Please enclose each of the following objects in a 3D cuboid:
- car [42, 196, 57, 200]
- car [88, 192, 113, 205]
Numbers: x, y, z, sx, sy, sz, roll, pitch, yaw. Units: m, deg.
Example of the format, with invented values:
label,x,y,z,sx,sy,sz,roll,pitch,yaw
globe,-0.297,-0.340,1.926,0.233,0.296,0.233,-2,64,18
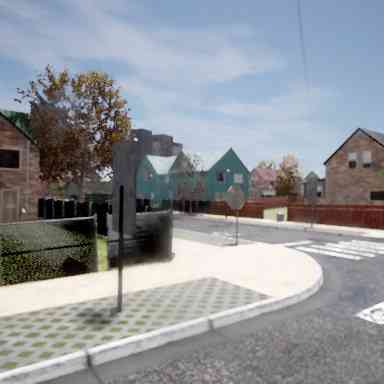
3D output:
label,x,y,z,sx,sy,sz,roll,pitch,yaw
car,-19.764,1.329,46.174,2.033,1.411,5.357,2,-1,-37
car,-7.388,1.077,29.425,2.150,2.045,5.566,2,-1,-37
